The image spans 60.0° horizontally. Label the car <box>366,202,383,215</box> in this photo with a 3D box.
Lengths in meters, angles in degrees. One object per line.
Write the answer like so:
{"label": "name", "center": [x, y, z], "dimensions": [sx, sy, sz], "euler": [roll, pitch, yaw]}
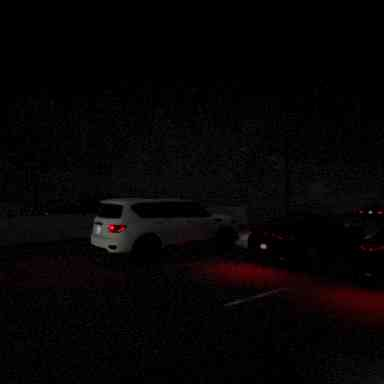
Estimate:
{"label": "car", "center": [14.113, 1.441, 24.598], "dimensions": [5.357, 1.411, 2.033], "euler": [0, 0, -43]}

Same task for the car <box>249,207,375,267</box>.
{"label": "car", "center": [4.065, 1.443, 11.380], "dimensions": [5.008, 1.535, 1.882], "euler": [0, 0, -38]}

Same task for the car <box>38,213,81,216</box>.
{"label": "car", "center": [-6.703, 1.235, 20.896], "dimensions": [5.566, 2.045, 2.150], "euler": [0, 0, -38]}

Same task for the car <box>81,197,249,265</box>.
{"label": "car", "center": [-0.776, 1.212, 12.008], "dimensions": [5.566, 2.045, 2.150], "euler": [0, 0, -37]}

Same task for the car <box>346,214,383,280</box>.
{"label": "car", "center": [6.232, 1.434, 8.630], "dimensions": [5.008, 1.535, 1.882], "euler": [0, 0, -38]}
